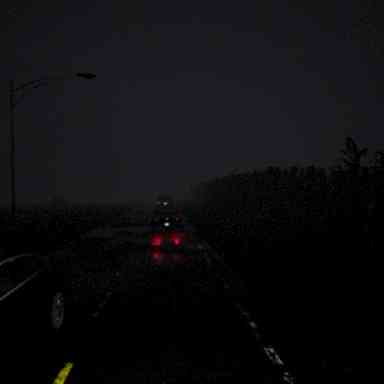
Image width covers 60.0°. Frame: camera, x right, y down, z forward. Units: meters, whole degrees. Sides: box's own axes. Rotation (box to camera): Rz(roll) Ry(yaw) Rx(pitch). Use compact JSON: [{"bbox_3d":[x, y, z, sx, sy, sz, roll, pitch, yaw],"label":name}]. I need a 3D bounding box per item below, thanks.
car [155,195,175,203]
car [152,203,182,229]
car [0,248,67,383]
[{"bbox_3d":[-3.167,1.389,39.364,2.150,2.045,5.566,-1,0,-5],"label":"car"},{"bbox_3d":[-1.733,1.707,22.646,1.895,1.301,4.718,-1,0,-5],"label":"car"},{"bbox_3d":[-3.000,1.562,4.065,2.128,1.511,4.902,-1,0,-5],"label":"car"}]
